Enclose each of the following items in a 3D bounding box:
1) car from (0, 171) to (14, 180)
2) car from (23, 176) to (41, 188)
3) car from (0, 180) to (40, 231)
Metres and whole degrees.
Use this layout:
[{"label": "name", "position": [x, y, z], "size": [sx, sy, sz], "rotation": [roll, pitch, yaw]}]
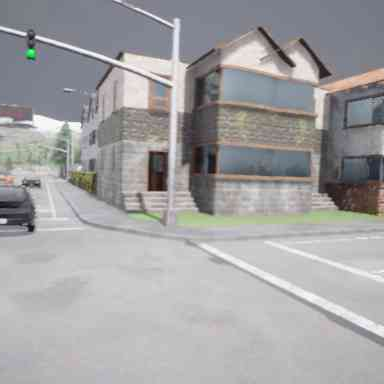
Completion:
[{"label": "car", "position": [-24.891, -1.955, 44.116], "size": [2.097, 1.767, 4.553], "rotation": [1, 3, -24]}, {"label": "car", "position": [-17.638, -1.113, 36.684], "size": [1.895, 1.301, 4.718], "rotation": [1, 3, -24]}, {"label": "car", "position": [-6.779, 0.491, 12.327], "size": [1.837, 1.490, 4.892], "rotation": [1, 3, -24]}]
